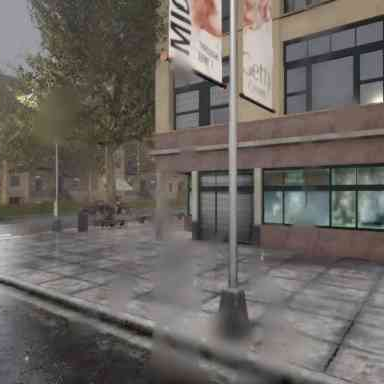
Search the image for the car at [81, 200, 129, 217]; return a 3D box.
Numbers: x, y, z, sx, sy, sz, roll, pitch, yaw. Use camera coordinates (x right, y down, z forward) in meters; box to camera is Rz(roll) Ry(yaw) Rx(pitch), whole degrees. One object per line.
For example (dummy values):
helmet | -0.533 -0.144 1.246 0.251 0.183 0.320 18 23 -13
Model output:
car | -8.220 1.477 31.574 1.882 1.535 5.008 0 0 36
